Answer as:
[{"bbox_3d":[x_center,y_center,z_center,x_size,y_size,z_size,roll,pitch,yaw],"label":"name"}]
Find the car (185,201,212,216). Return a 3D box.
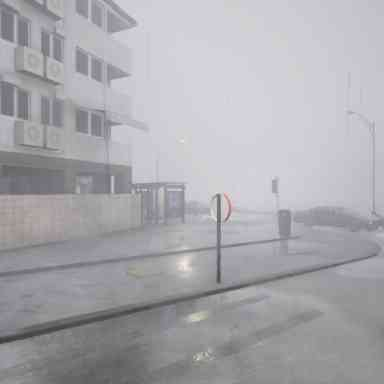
[{"bbox_3d":[0.354,1.563,32.092,1.994,1.385,4.181,0,0,-35],"label":"car"}]

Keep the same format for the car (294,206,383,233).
[{"bbox_3d":[8.728,1.547,20.080,2.033,1.411,5.357,0,0,-31],"label":"car"}]
